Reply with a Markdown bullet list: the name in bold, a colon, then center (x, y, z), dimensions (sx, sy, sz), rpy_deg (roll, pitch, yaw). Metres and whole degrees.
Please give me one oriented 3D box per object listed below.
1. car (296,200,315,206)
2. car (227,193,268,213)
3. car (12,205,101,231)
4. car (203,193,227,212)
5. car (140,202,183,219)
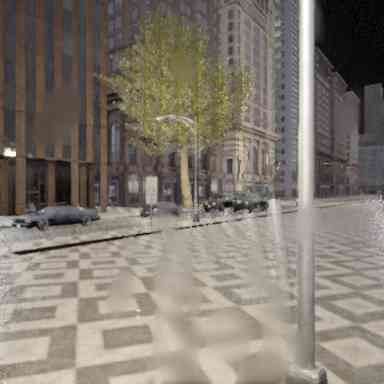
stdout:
- **car**: center (18.118, 1.533, 52.845), dimensions (1.895, 1.301, 4.718), rpy_deg (0, 0, 36)
- **car**: center (6.402, 1.170, 36.503), dimensions (2.150, 2.045, 5.566), rpy_deg (0, 0, 36)
- **car**: center (-8.428, 1.553, 21.312), dimensions (2.033, 1.411, 5.357), rpy_deg (0, 0, 36)
- **car**: center (3.468, 1.172, 37.887), dimensions (2.150, 2.045, 5.566), rpy_deg (0, 0, 36)
- **car**: center (-2.630, 1.537, 29.405), dimensions (1.994, 1.385, 4.181), rpy_deg (0, 0, 35)
